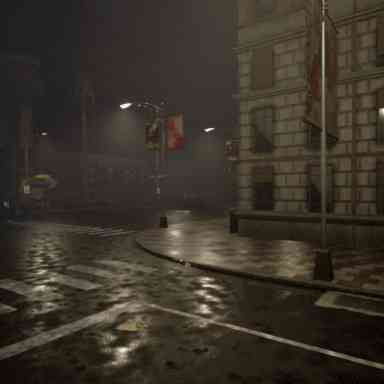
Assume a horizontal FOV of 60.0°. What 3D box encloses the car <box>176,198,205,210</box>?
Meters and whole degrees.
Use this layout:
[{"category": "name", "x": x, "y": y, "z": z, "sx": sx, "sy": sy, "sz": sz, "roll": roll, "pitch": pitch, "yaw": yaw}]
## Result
[{"category": "car", "x": -0.072, "y": 1.525, "z": 42.396, "sx": 1.812, "sy": 1.442, "sz": 4.674, "roll": 0, "pitch": 0, "yaw": 37}]
